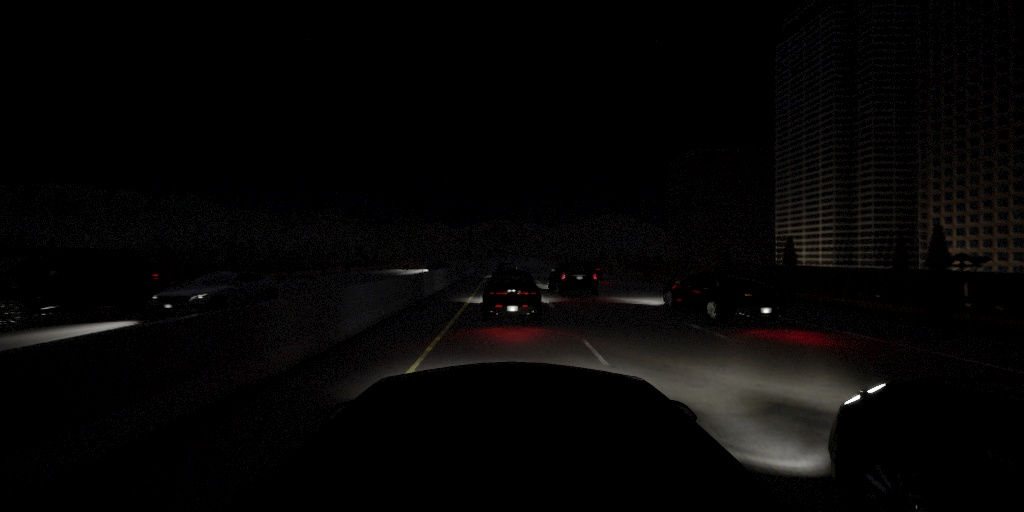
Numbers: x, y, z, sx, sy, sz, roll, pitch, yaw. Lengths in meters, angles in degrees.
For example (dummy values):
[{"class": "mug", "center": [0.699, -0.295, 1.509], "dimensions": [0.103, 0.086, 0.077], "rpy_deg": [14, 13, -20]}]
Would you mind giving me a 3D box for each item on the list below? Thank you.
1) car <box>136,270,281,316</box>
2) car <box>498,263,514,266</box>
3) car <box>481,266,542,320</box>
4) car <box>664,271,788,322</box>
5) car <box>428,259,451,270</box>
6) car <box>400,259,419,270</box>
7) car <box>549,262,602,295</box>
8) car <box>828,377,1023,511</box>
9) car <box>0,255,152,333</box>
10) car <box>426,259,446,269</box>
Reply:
[{"class": "car", "center": [-10.741, 1.278, 13.481], "dimensions": [1.812, 1.442, 4.674], "rpy_deg": [0, 0, -1]}, {"class": "car", "center": [-0.504, 1.299, 30.967], "dimensions": [2.033, 1.411, 5.357], "rpy_deg": [0, 0, -2]}, {"class": "car", "center": [-0.032, 1.255, 12.683], "dimensions": [1.837, 1.490, 4.892], "rpy_deg": [0, 0, -1]}, {"class": "car", "center": [6.975, 1.254, 12.323], "dimensions": [1.837, 1.490, 4.892], "rpy_deg": [0, 0, -1]}, {"class": "car", "center": [-7.949, 1.317, 40.137], "dimensions": [1.994, 1.385, 4.181], "rpy_deg": [0, 0, -1]}, {"class": "car", "center": [-15.314, 1.232, 53.804], "dimensions": [1.882, 1.535, 5.008], "rpy_deg": [0, 0, -1]}, {"class": "car", "center": [3.296, 1.102, 19.890], "dimensions": [2.097, 1.767, 4.553], "rpy_deg": [0, 0, -1]}, {"class": "car", "center": [3.594, 1.101, 0.971], "dimensions": [2.097, 1.767, 4.553], "rpy_deg": [0, 0, 0]}, {"class": "car", "center": [-14.195, 0.974, 11.007], "dimensions": [2.150, 2.045, 5.566], "rpy_deg": [0, 0, -1]}, {"class": "car", "center": [-11.878, 1.245, 56.287], "dimensions": [2.128, 1.511, 4.902], "rpy_deg": [0, 0, -1]}]
